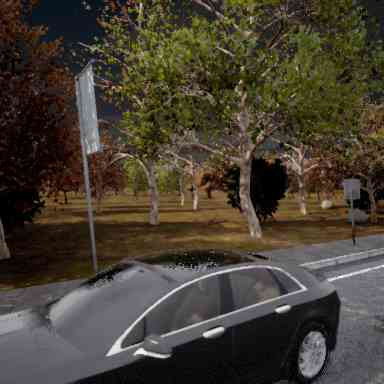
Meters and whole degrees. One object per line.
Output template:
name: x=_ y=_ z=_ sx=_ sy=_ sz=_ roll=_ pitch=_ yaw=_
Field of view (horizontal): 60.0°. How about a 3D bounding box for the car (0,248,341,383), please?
car: x=-0.252 y=1.502 z=3.806 sx=4.892 sy=1.490 sz=1.837 roll=0 pitch=0 yaw=-35
